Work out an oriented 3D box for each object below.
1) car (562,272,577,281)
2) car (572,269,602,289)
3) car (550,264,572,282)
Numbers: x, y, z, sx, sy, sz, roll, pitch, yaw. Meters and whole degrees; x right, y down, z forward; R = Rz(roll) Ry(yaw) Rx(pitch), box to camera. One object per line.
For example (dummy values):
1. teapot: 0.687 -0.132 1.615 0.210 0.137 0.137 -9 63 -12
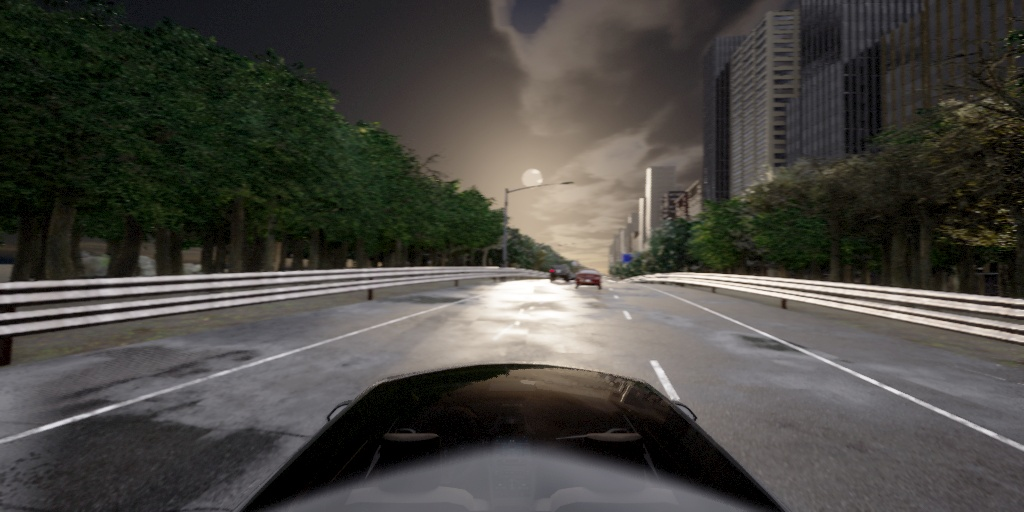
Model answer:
1. car: 9.207 3.312 57.307 1.994 1.385 4.181 1 -4 13
2. car: 6.067 1.744 28.326 1.882 1.535 5.008 1 -2 13
3. car: 5.784 2.024 42.527 2.150 2.045 5.566 1 -3 13
